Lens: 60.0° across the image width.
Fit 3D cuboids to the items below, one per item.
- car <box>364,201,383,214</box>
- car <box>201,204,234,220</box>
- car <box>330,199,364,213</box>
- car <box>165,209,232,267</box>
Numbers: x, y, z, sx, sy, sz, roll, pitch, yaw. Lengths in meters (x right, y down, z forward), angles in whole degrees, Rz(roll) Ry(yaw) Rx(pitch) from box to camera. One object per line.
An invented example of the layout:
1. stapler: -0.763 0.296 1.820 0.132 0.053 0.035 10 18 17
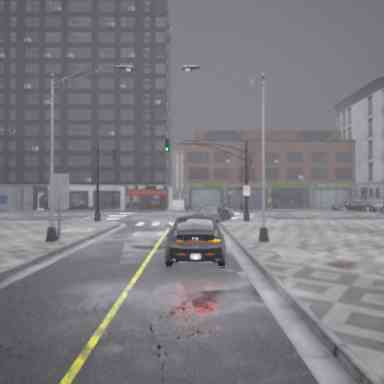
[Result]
1. car: 21.643 1.678 36.313 4.181 1.385 1.994 0 -1 0
2. car: 1.757 1.637 25.905 1.994 1.385 4.181 0 1 24
3. car: 19.049 1.663 39.560 4.892 1.490 1.837 0 -1 0
4. car: 0.101 1.552 11.603 1.837 1.490 4.892 0 0 0
